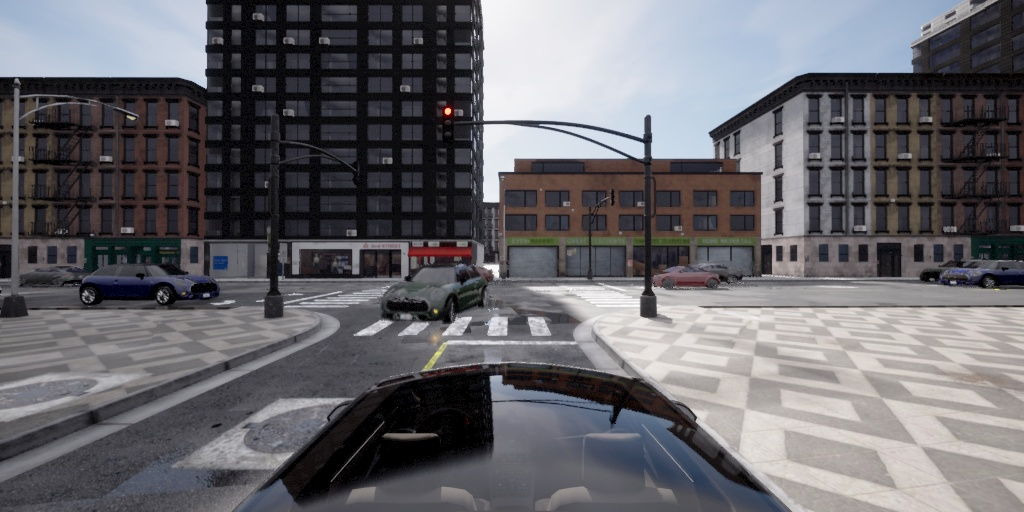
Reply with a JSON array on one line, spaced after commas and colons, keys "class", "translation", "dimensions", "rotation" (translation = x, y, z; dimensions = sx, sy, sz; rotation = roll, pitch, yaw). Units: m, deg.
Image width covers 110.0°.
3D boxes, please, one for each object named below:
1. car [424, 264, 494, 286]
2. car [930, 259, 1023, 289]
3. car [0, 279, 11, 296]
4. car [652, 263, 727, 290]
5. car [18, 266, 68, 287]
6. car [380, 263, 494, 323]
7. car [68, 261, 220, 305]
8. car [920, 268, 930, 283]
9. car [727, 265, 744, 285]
[{"class": "car", "translation": [-3.638, 1.318, 25.267], "dimensions": [4.674, 1.442, 1.812], "rotation": [0, 0, 0]}, {"class": "car", "translation": [29.472, 1.052, 22.114], "dimensions": [4.553, 1.767, 2.097], "rotation": [0, 0, 0]}, {"class": "car", "translation": [-24.881, 1.278, 15.250], "dimensions": [4.674, 1.442, 1.812], "rotation": [0, 0, 0]}, {"class": "car", "translation": [10.408, 1.303, 22.059], "dimensions": [4.181, 1.385, 1.994], "rotation": [0, 0, 0]}, {"class": "car", "translation": [-32.131, 1.409, 25.175], "dimensions": [4.181, 1.385, 1.994], "rotation": [0, 0, 0]}, {"class": "car", "translation": [-2.378, 1.062, 12.036], "dimensions": [2.097, 1.767, 4.553], "rotation": [0, 1, 15]}, {"class": "car", "translation": [-15.217, 1.087, 15.257], "dimensions": [4.553, 1.767, 2.097], "rotation": [0, 0, 1]}, {"class": "car", "translation": [31.944, 1.074, 25.370], "dimensions": [4.553, 1.767, 2.097], "rotation": [0, 0, 0]}, {"class": "car", "translation": [13.619, 1.250, 25.320], "dimensions": [4.902, 1.511, 2.128], "rotation": [0, 0, 0]}]
